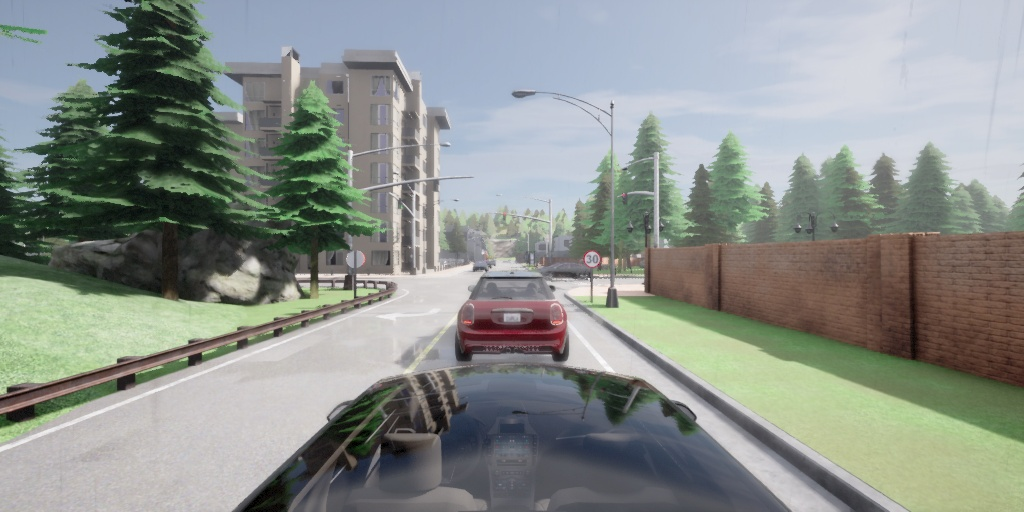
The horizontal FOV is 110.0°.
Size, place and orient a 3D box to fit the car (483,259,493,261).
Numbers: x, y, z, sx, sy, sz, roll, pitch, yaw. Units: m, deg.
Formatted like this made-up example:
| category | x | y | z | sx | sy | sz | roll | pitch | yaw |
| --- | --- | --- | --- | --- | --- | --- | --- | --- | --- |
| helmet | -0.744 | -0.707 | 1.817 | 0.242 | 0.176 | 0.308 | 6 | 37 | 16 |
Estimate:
| category | x | y | z | sx | sy | sz | roll | pitch | yaw |
| --- | --- | --- | --- | --- | --- | --- | --- | --- | --- |
| car | -4.000 | 1.297 | 46.712 | 2.033 | 1.411 | 5.357 | 0 | 0 | 0 |

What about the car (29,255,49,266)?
| category | x | y | z | sx | sy | sz | roll | pitch | yaw |
| --- | --- | --- | --- | --- | --- | --- | --- | --- | --- |
| car | -31.049 | 0.986 | 24.713 | 5.566 | 2.045 | 2.150 | 0 | 0 | -1 |

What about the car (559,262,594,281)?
| category | x | y | z | sx | sy | sz | roll | pitch | yaw |
| --- | --- | --- | --- | --- | --- | --- | --- | --- | --- |
| car | 4.089 | 1.235 | 28.734 | 4.902 | 1.511 | 2.128 | 0 | 0 | -11 |

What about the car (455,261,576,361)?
| category | x | y | z | sx | sy | sz | roll | pitch | yaw |
| --- | --- | --- | --- | --- | --- | --- | --- | --- | --- |
| car | 0.001 | 1.102 | 8.417 | 2.097 | 1.767 | 4.553 | 0 | 0 | 0 |
